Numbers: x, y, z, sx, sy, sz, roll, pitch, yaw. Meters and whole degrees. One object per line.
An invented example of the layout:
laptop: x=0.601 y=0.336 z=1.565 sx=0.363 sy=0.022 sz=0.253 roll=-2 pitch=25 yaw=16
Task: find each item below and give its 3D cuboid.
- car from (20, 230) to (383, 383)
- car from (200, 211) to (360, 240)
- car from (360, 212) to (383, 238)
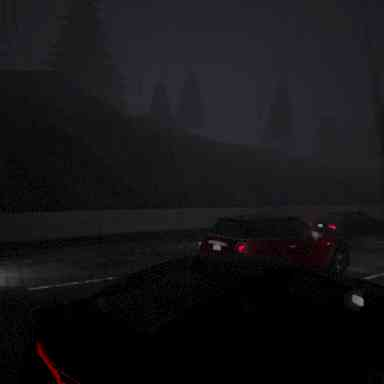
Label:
car: x=0.742 y=1.500 z=4.032 sx=5.008 sy=1.535 sz=1.882 roll=1 pitch=0 yaw=-35
car: x=2.367 y=1.413 z=9.314 sx=4.553 sy=1.767 sz=2.097 roll=1 pitch=0 yaw=-34
car: x=8.303 y=1.704 z=17.447 sx=5.357 sy=1.411 sz=2.033 roll=1 pitch=0 yaw=-33
